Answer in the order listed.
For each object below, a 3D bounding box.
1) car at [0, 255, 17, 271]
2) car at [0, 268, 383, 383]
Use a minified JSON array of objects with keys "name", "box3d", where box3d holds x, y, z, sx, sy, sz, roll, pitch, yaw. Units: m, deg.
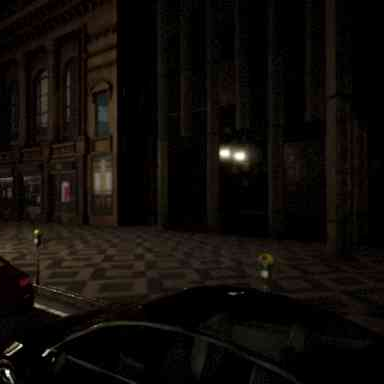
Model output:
[{"name":"car","box3d":[-4.618,1.631,6.251,4.206,1.307,1.802,0,0,35]},{"name":"car","box3d":[-0.056,1.577,3.000,4.313,1.339,1.947,0,0,35]}]
